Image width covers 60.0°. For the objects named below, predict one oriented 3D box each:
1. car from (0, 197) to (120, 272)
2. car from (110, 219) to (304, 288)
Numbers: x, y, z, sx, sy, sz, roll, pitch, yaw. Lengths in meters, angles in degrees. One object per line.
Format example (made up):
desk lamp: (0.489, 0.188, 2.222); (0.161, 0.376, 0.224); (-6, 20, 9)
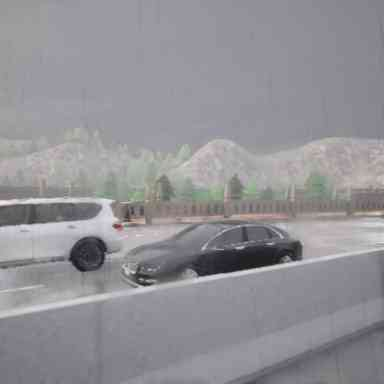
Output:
car: (-4.643, 1.174, 9.113); (5.566, 2.045, 2.150); (0, 0, -34)
car: (0.692, 1.485, 8.388); (4.892, 1.490, 1.837); (0, 0, -32)
